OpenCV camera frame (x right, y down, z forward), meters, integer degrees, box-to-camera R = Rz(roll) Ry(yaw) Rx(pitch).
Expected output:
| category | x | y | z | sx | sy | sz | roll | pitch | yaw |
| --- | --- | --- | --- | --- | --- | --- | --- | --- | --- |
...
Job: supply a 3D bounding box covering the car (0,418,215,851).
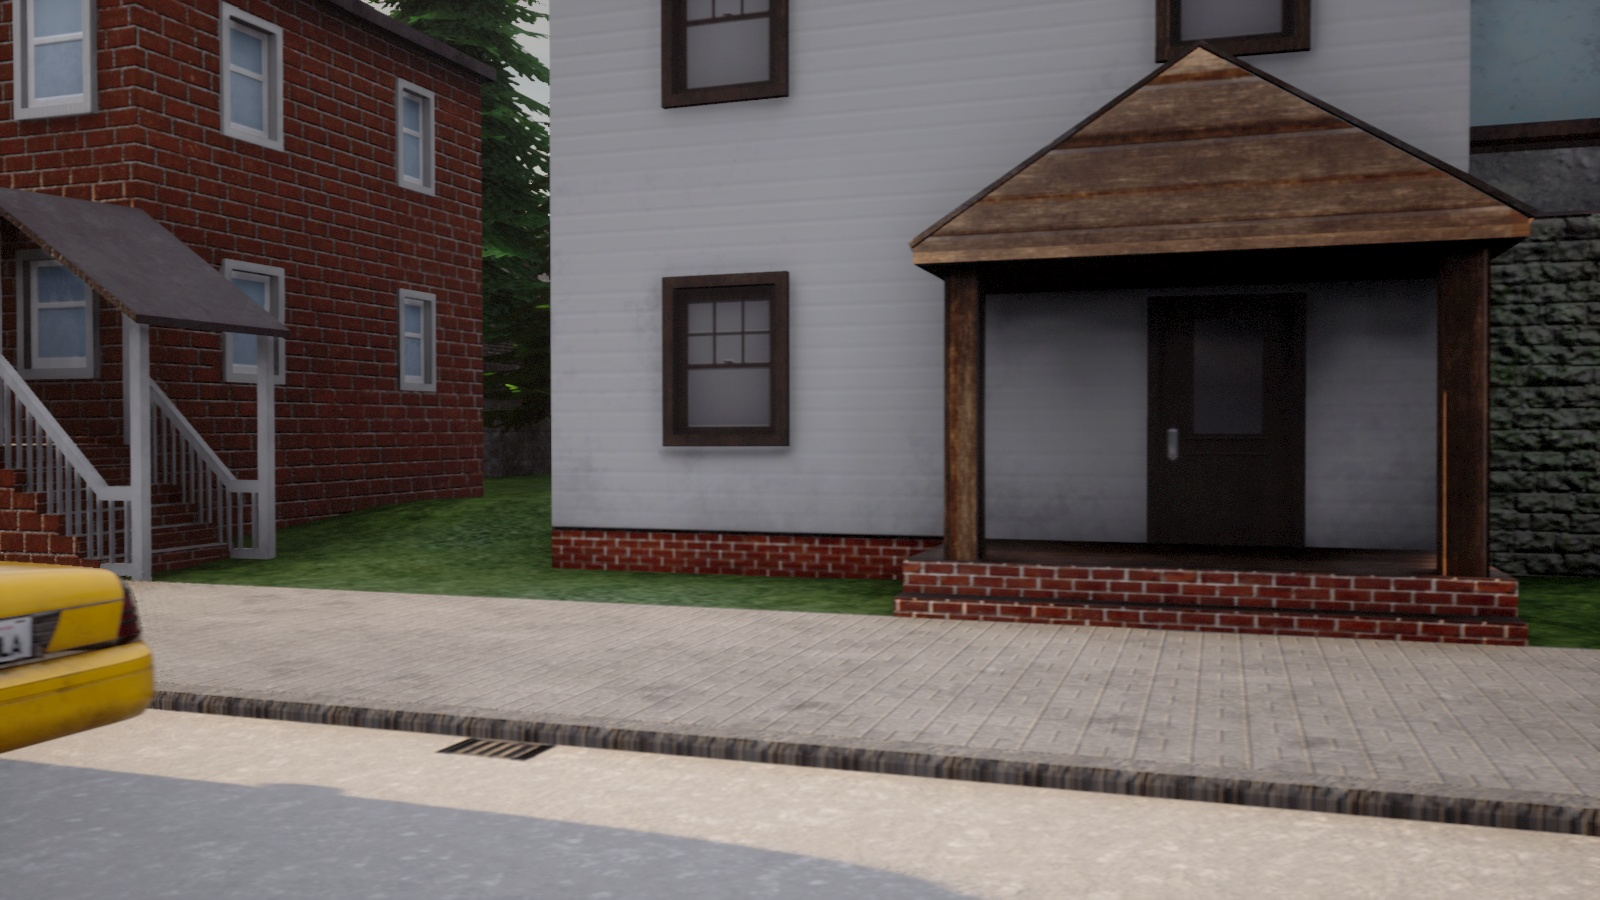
| category | x | y | z | sx | sy | sz | roll | pitch | yaw |
| --- | --- | --- | --- | --- | --- | --- | --- | --- | --- |
| car | -5.409 | 0.642 | 5.539 | 5.366 | 1.575 | 1.801 | 1 | 1 | 19 |
